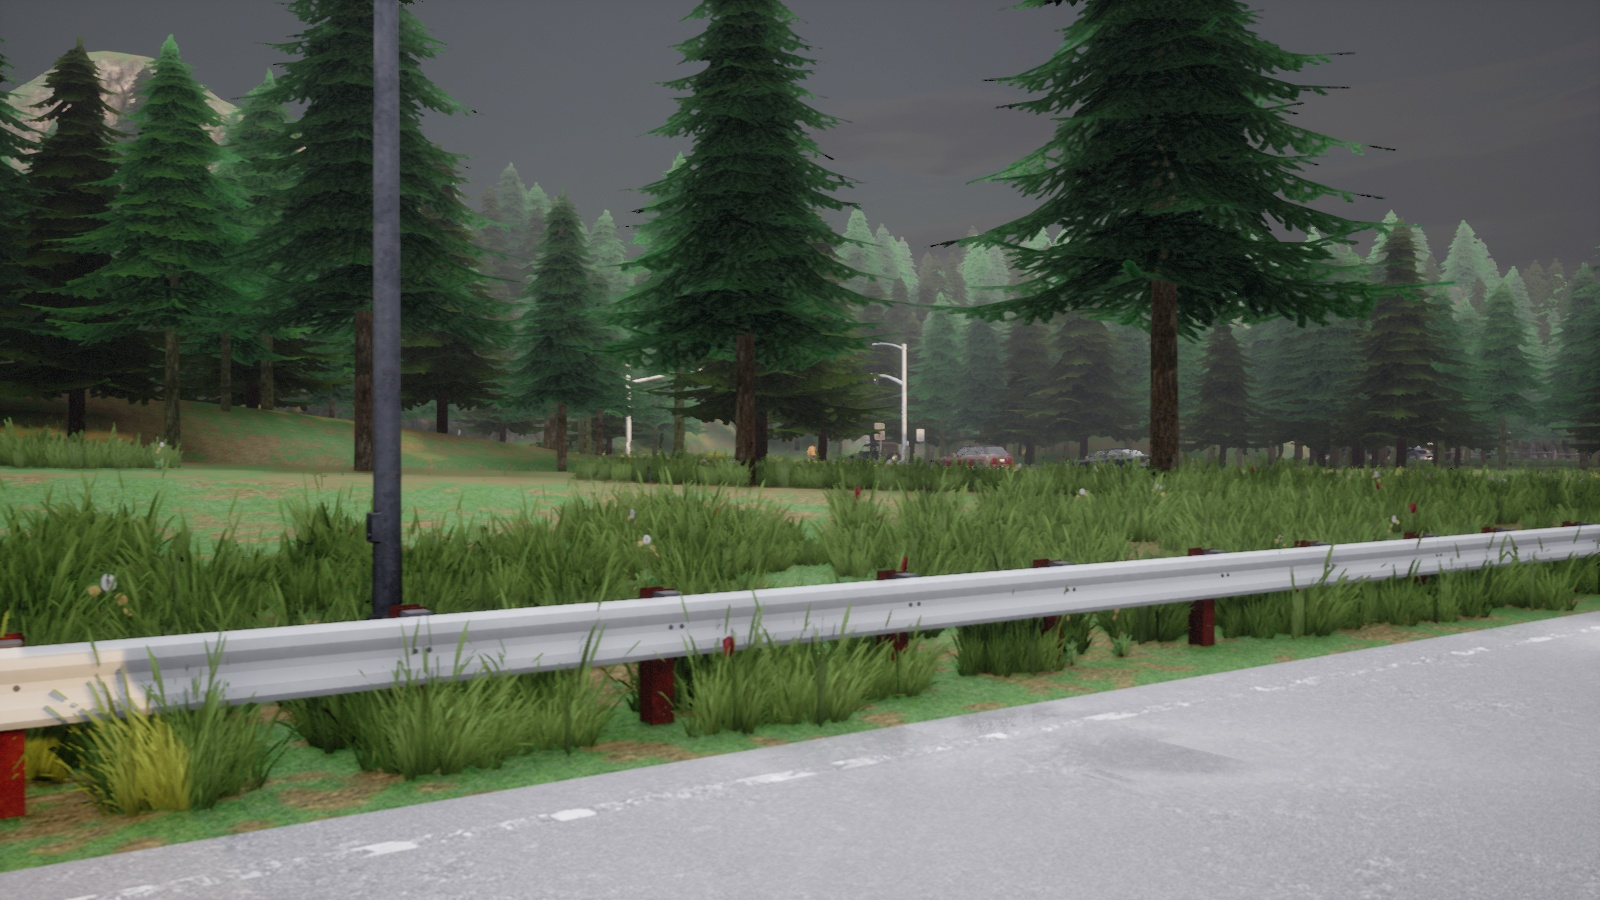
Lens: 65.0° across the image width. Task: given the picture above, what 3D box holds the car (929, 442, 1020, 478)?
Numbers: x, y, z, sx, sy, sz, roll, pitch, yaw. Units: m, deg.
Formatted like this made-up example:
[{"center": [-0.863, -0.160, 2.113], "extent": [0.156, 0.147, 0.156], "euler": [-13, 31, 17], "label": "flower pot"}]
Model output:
[{"center": [8.875, 0.508, 64.312], "extent": [2.097, 1.767, 4.553], "euler": [0, 0, -34], "label": "car"}]

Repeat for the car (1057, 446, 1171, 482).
[{"center": [14.101, 0.598, 56.671], "extent": [1.882, 1.535, 5.008], "euler": [0, 0, -35], "label": "car"}]

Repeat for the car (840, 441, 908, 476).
[{"center": [4.186, 0.471, 71.343], "extent": [1.905, 1.878, 3.866], "euler": [0, 0, -34], "label": "car"}]
